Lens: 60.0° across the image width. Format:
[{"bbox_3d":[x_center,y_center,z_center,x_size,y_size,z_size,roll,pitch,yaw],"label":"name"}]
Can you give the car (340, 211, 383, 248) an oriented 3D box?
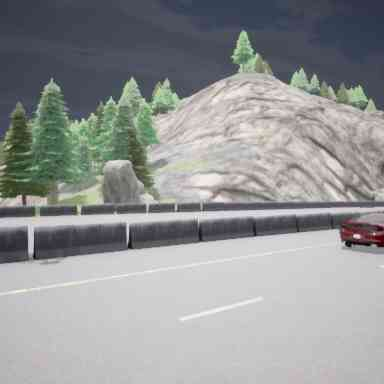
[{"bbox_3d":[8.289,1.565,14.081,5.008,1.535,1.882,1,0,-35],"label":"car"}]
